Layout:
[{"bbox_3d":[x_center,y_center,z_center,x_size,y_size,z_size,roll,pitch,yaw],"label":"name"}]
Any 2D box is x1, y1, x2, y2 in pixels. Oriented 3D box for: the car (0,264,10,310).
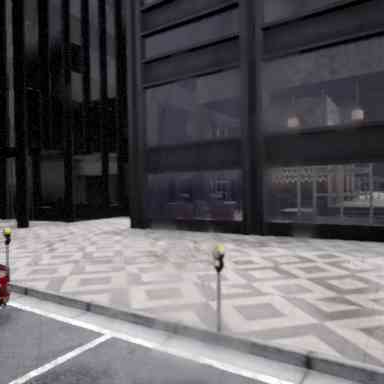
[{"bbox_3d":[-5.341,1.611,6.350,4.507,1.381,1.887,-1,1,32],"label":"car"}]
